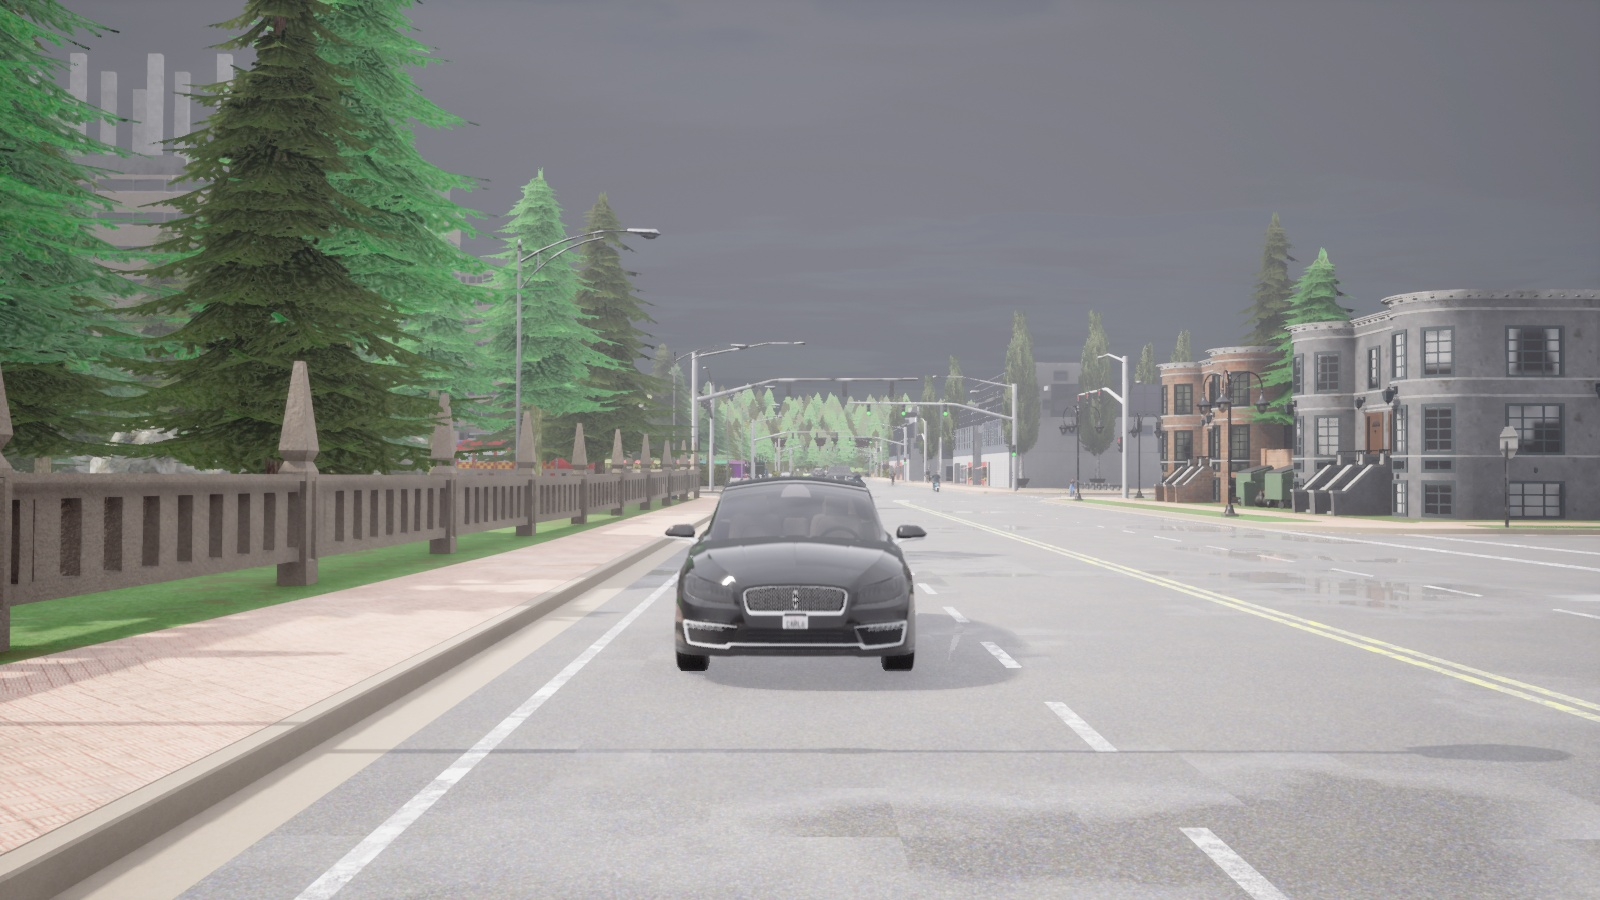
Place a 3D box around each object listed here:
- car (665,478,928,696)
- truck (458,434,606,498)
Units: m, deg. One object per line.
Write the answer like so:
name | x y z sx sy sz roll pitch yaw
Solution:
car | -0.031 1.008 11.235 1.837 1.490 4.892 0 -1 0
truck | -16.340 1.006 77.079 8.468 3.827 2.891 0 -1 0
